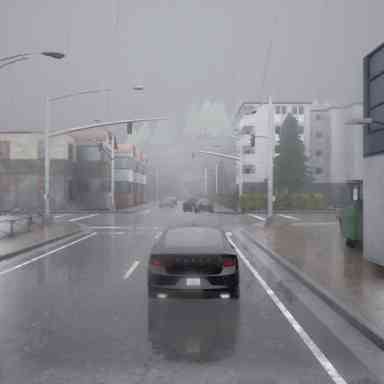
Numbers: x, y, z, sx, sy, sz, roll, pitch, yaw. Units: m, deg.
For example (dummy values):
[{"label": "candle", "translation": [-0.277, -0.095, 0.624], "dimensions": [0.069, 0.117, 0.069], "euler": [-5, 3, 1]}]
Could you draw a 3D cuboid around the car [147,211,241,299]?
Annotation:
[{"label": "car", "translation": [0.052, 1.478, 8.505], "dimensions": [1.882, 1.535, 5.008], "euler": [0, 0, 1]}]

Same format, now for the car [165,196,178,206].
[{"label": "car", "translation": [-3.550, 1.477, 57.738], "dimensions": [1.882, 1.535, 5.008], "euler": [0, 0, 1]}]

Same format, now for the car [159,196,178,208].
[{"label": "car", "translation": [-3.567, 1.547, 47.423], "dimensions": [2.033, 1.411, 5.357], "euler": [0, 0, 0]}]

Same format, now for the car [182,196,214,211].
[{"label": "car", "translation": [0.551, 1.348, 35.635], "dimensions": [2.097, 1.767, 4.553], "euler": [1, -1, -22]}]
